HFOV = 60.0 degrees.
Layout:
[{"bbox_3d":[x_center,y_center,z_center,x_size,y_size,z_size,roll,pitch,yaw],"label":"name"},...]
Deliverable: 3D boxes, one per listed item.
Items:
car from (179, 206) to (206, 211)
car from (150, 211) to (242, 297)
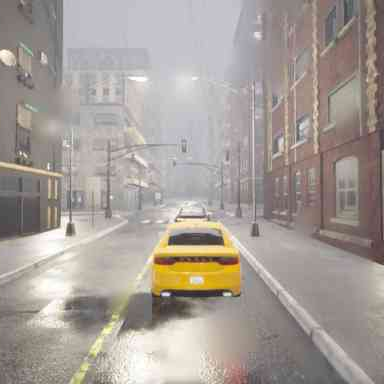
[{"bbox_3d":[0.067,1.510,18.023,2.128,1.511,4.902,0,0,1],"label":"car"},{"bbox_3d":[0.089,1.484,8.627,1.882,1.535,5.008,0,0,0],"label":"car"}]
